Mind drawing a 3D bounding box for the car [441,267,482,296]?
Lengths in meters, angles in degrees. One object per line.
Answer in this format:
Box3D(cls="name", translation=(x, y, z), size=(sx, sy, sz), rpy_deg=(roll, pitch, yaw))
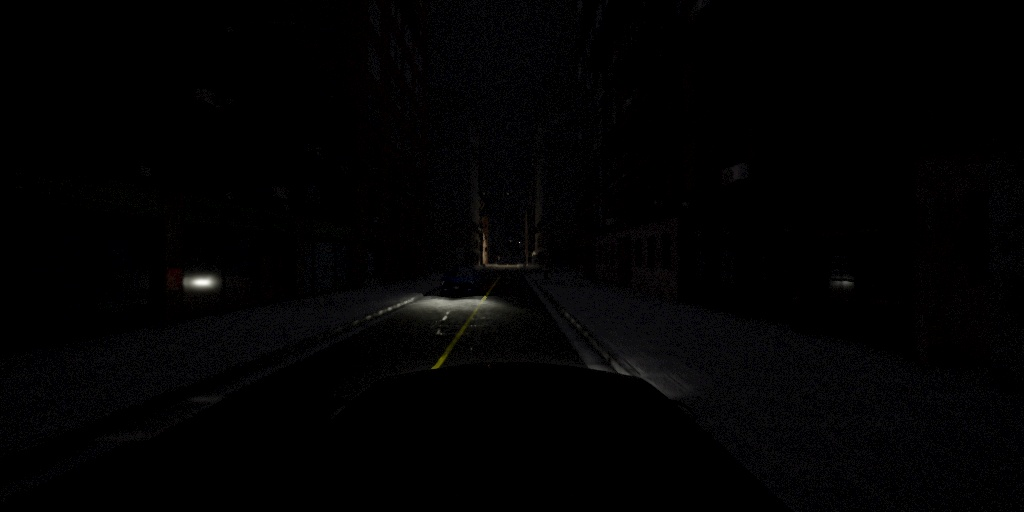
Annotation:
Box3D(cls="car", translation=(-2.851, 1.372, 20.908), size=(1.882, 1.535, 5.008), rpy_deg=(0, 0, 0))
